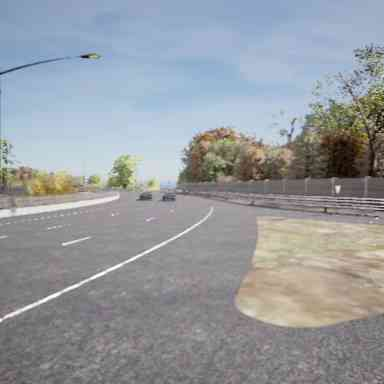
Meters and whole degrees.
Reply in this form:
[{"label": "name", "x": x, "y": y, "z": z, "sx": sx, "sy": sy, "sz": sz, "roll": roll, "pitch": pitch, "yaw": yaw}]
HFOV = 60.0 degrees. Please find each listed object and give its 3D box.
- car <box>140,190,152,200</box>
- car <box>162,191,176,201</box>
[{"label": "car", "x": -7.110, "y": 0.477, "z": 51.830, "sx": 2.128, "sy": 1.511, "sz": 4.902, "roll": 0, "pitch": 1, "yaw": -6}, {"label": "car", "x": -3.455, "y": 0.546, "z": 50.189, "sx": 2.128, "sy": 1.511, "sz": 4.902, "roll": 1, "pitch": 1, "yaw": -5}]
